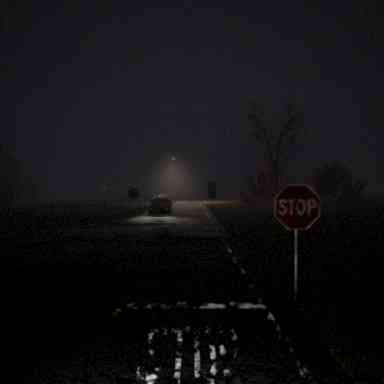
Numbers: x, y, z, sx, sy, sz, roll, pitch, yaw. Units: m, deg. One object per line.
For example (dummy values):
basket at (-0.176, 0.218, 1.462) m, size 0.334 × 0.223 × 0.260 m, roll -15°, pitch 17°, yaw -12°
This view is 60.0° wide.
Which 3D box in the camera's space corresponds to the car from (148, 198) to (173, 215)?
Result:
car at (-2.755, 1.258, 30.019) m, size 1.882 × 1.535 × 5.008 m, roll 0°, pitch 2°, yaw 0°
